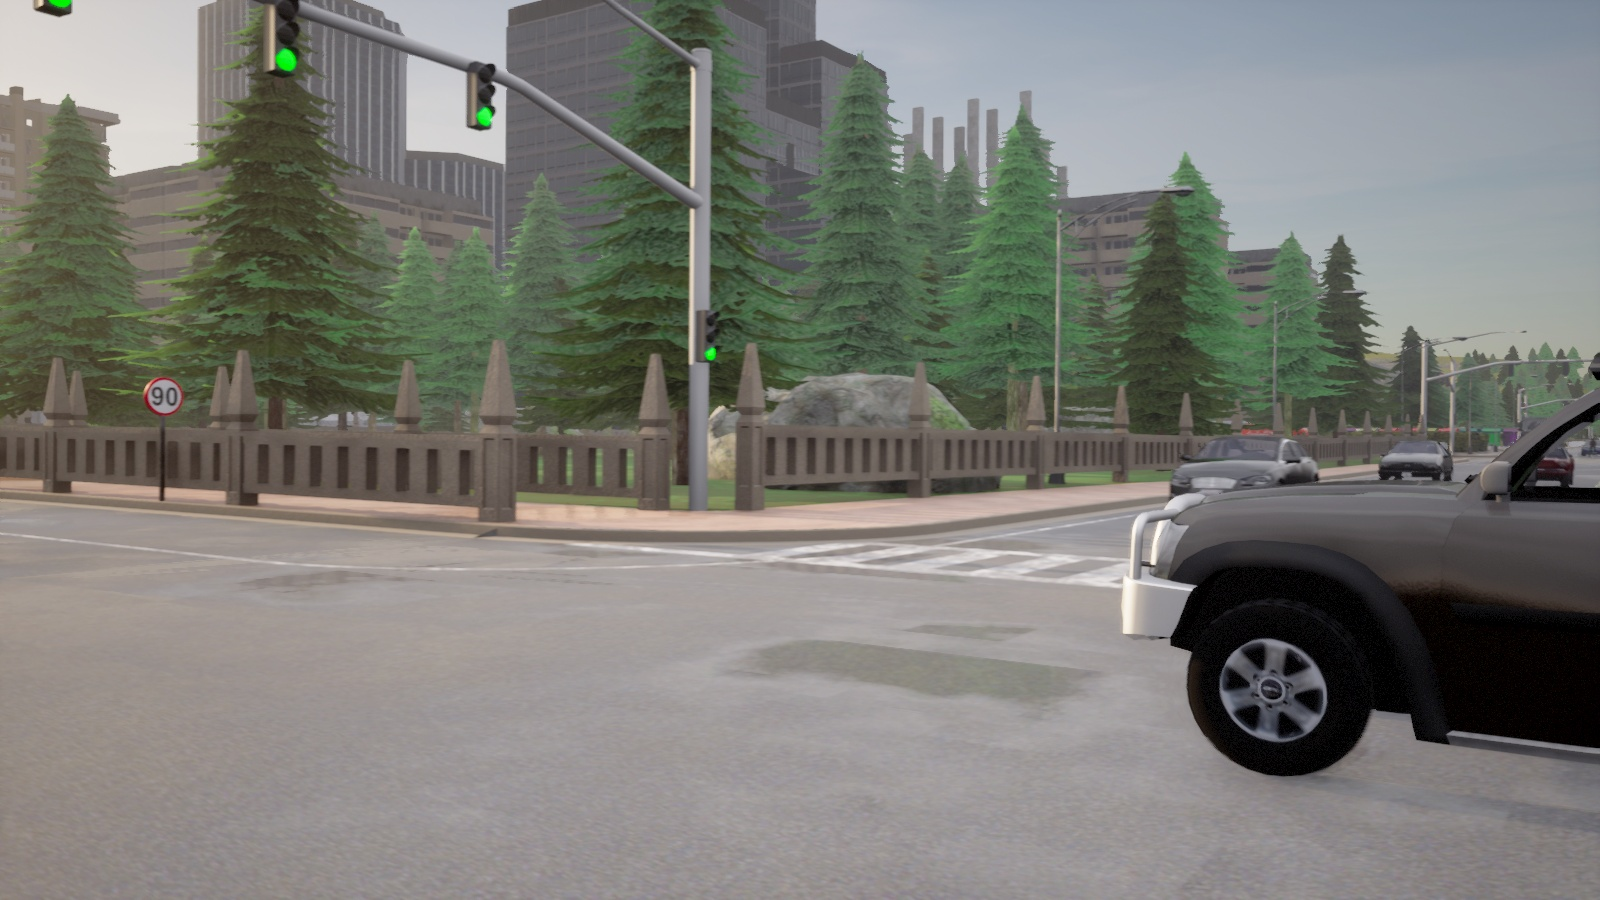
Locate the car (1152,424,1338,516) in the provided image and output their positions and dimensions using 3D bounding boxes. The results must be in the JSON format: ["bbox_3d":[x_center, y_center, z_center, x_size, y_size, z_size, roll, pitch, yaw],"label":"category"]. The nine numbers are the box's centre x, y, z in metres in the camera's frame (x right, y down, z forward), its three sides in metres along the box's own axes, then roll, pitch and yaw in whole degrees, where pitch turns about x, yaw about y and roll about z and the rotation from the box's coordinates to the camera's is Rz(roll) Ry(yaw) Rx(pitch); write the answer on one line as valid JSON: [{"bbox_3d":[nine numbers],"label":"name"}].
[{"bbox_3d":[8.347,0.295,23.232,2.128,1.511,4.902,0,1,33],"label":"car"}]

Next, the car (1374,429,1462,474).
[{"bbox_3d":[20.861,0.013,42.264,2.033,1.411,5.357,0,1,33],"label":"car"}]

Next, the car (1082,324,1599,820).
[{"bbox_3d":[3.757,0.441,5.325,4.605,1.855,1.932,0,1,34],"label":"car"}]
